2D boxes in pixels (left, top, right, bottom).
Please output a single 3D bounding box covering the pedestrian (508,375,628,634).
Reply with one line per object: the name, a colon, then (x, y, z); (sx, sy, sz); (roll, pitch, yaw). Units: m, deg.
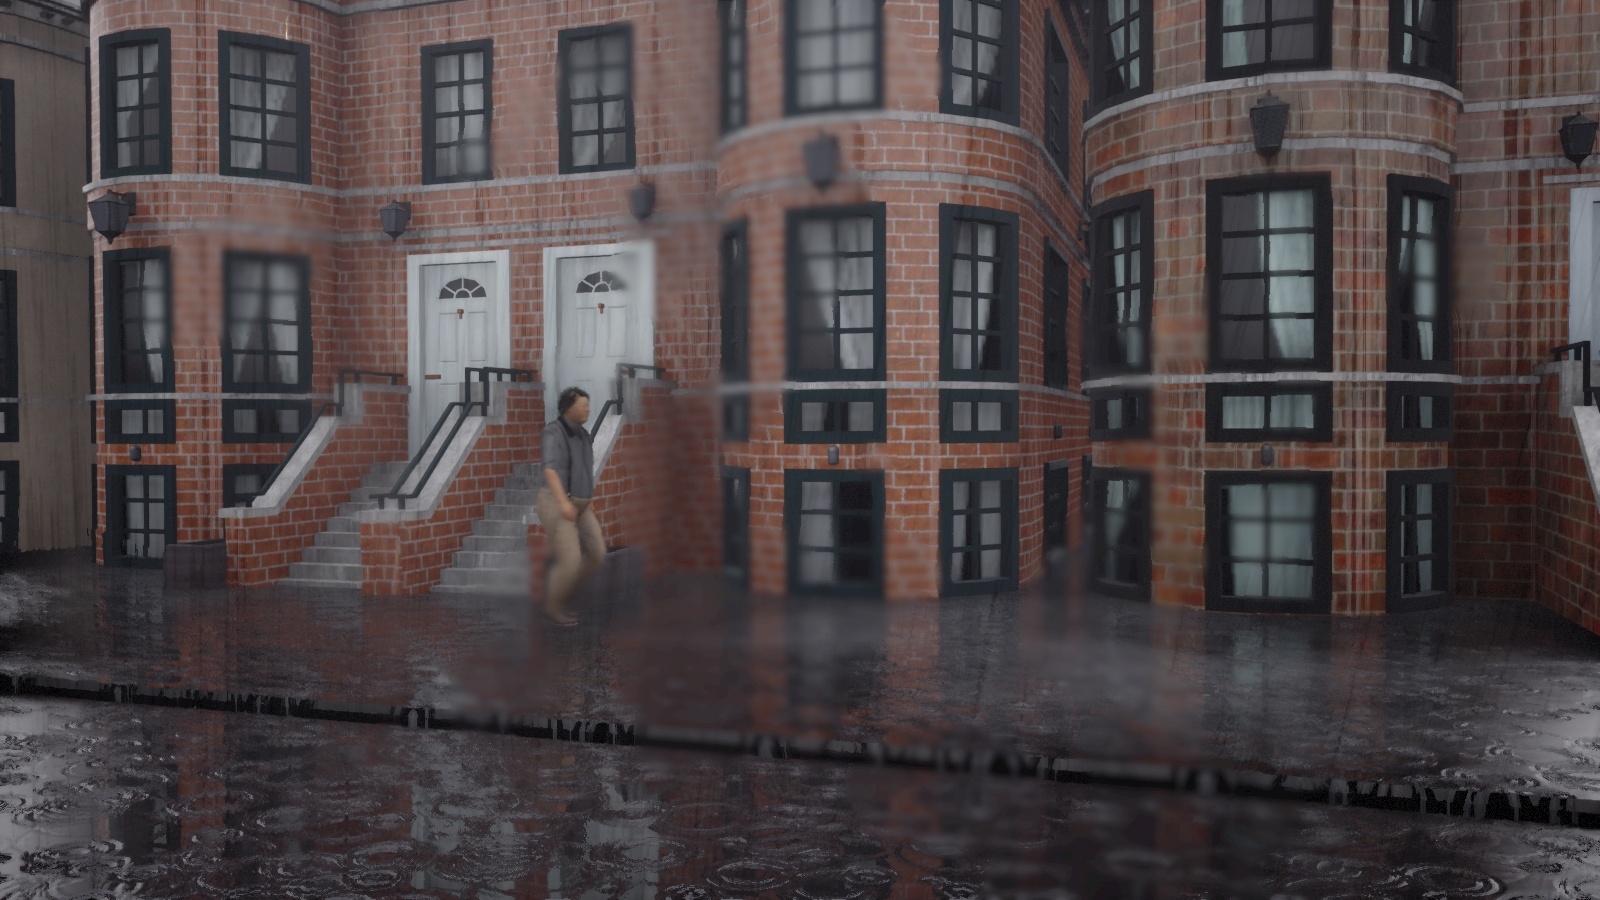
pedestrian: (-1.720, 0.380, 9.330); (0.694, 1.848, 0.540); (1, 1, 24)
